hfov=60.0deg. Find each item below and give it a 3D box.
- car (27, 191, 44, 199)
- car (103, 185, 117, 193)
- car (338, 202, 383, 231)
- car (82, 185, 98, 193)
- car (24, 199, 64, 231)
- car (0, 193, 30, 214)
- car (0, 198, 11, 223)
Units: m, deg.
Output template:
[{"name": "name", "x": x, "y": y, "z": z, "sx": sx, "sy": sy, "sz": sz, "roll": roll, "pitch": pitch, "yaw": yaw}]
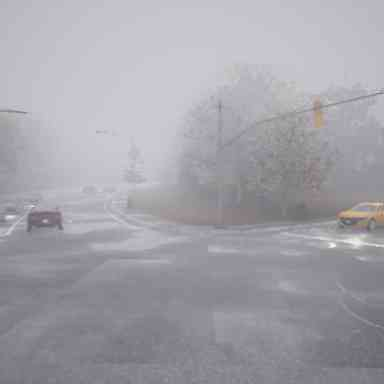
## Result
[{"name": "car", "x": -19.627, "y": 0.678, "z": 41.086, "sx": 1.837, "sy": 1.490, "sz": 4.892, "roll": 0, "pitch": 3, "yaw": -12}, {"name": "car", "x": -15.685, "y": -0.656, "z": 63.703, "sx": 2.033, "sy": 1.411, "sz": 5.357, "roll": 0, "pitch": 4, "yaw": -1}, {"name": "car", "x": 10.923, "y": 1.409, "z": 20.379, "sx": 5.008, "sy": 1.535, "sz": 1.882, "roll": -1, "pitch": 1, "yaw": -35}, {"name": "car", "x": -19.130, "y": -0.642, "z": 62.477, "sx": 2.128, "sy": 1.511, "sz": 4.902, "roll": 0, "pitch": 4, "yaw": -1}, {"name": "car", "x": -9.120, "y": 1.443, "z": 20.834, "sx": 1.882, "sy": 1.535, "sz": 5.008, "roll": 0, "pitch": 1, "yaw": -23}, {"name": "car", "x": -16.908, "y": 1.210, "z": 31.067, "sx": 2.033, "sy": 1.411, "sz": 5.357, "roll": 0, "pitch": 2, "yaw": -18}, {"name": "car", "x": -13.438, "y": 1.432, "z": 21.856, "sx": 1.837, "sy": 1.490, "sz": 4.892, "roll": 0, "pitch": 1, "yaw": -21}]
